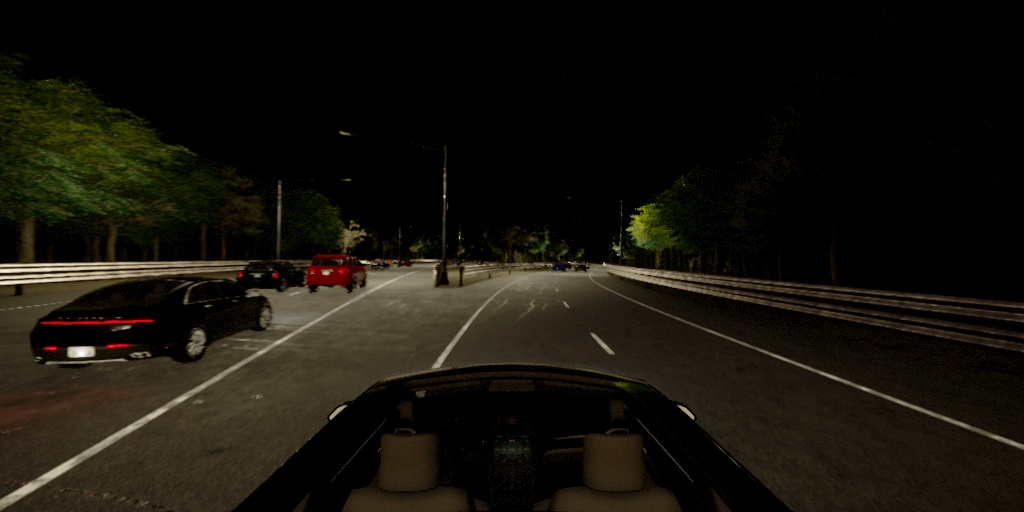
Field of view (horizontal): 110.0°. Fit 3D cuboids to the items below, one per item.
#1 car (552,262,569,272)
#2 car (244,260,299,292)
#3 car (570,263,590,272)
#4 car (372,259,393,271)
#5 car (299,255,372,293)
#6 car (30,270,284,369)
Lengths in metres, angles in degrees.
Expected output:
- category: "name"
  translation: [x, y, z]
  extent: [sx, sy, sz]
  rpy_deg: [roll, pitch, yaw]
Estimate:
- category: "car"
  translation: [7.807, 1.854, 59.546]
  extent: [1.812, 1.442, 4.674]
  rpy_deg: [1, -1, 14]
- category: "car"
  translation: [-13.187, 1.033, 20.037]
  extent: [2.097, 1.767, 4.553]
  rpy_deg: [1, 0, -12]
- category: "car"
  translation: [11.296, 1.869, 59.062]
  extent: [2.128, 1.511, 4.902]
  rpy_deg: [1, -1, 14]
- category: "car"
  translation: [-18.508, 1.307, 50.805]
  extent: [2.128, 1.511, 4.902]
  rpy_deg: [1, -1, -8]
- category: "car"
  translation: [-9.844, 0.965, 20.584]
  extent: [2.150, 2.045, 5.566]
  rpy_deg: [1, 0, -12]
- category: "car"
  translation: [-6.951, 1.192, 7.680]
  extent: [1.837, 1.490, 4.892]
  rpy_deg: [1, -1, -14]
